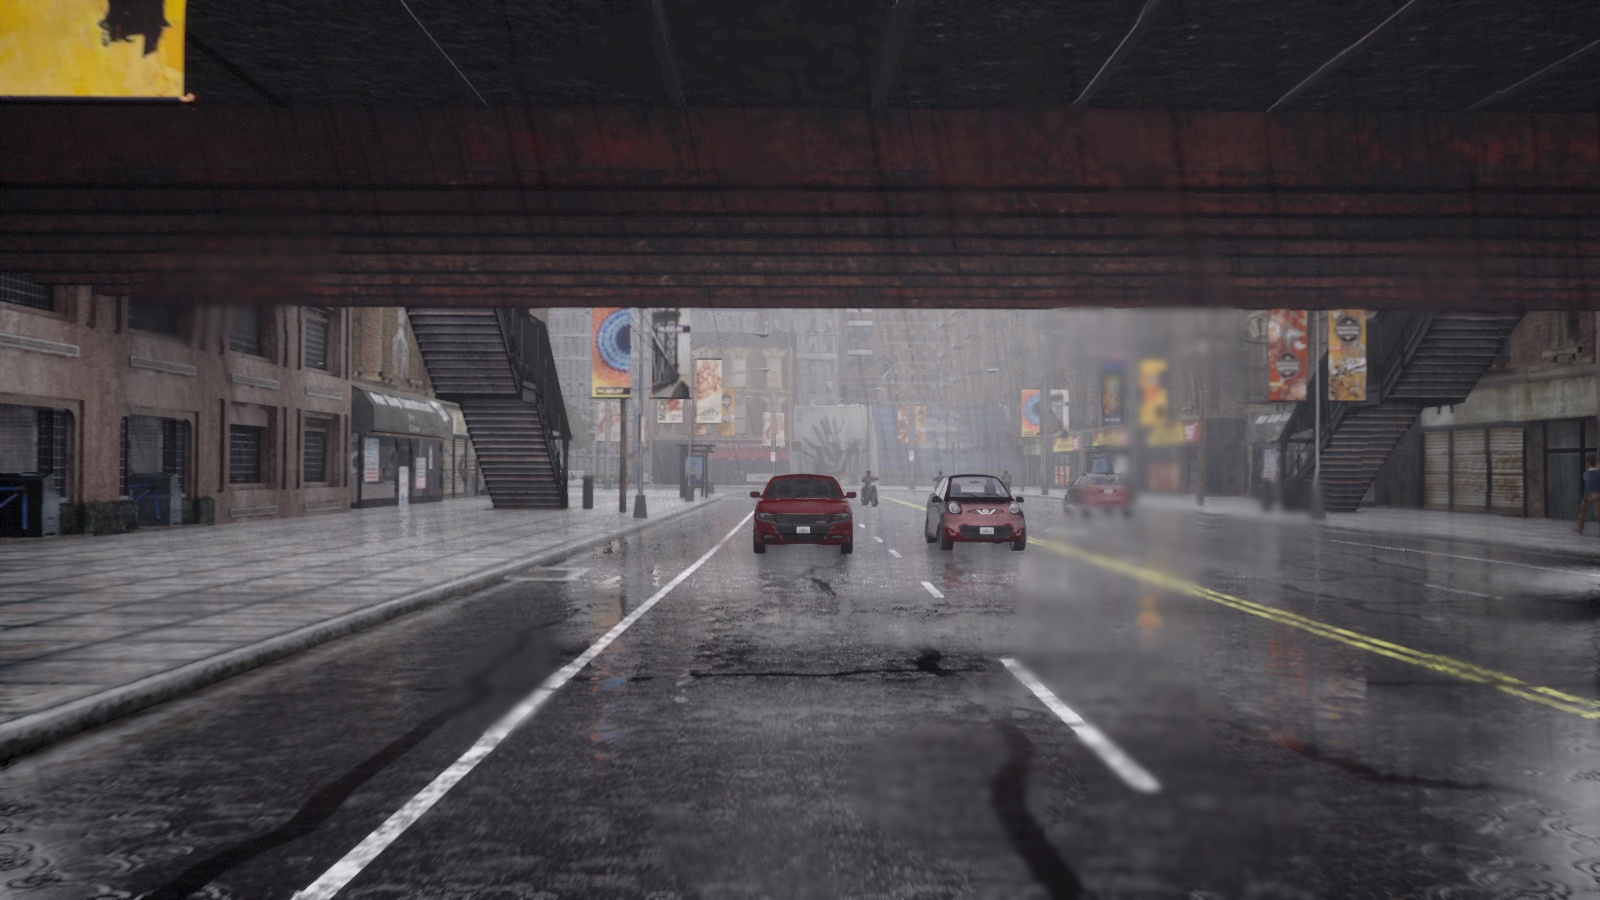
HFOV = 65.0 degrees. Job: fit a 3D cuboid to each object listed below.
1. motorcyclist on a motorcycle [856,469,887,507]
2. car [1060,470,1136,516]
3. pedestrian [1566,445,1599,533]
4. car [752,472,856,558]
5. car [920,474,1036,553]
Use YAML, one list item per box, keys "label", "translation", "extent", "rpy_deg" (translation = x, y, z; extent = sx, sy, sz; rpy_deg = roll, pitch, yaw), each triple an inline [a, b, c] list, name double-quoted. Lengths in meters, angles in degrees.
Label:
- label: "motorcyclist on a motorcycle"
  translation: [3.209, 1.701, 56.681]
  extent: [0.766, 1.649, 2.350]
  rpy_deg: [-1, -1, -12]
- label: "car"
  translation: [10.518, 1.498, 44.601]
  extent: [1.789, 1.549, 3.705]
  rpy_deg: [0, -1, 0]
- label: "pedestrian"
  translation: [17.727, 0.873, 28.235]
  extent: [0.423, 1.949, 0.788]
  rpy_deg: [0, -1, -10]
- label: "car"
  translation: [0.066, 1.214, 25.198]
  extent: [1.882, 1.535, 5.008]
  rpy_deg: [0, -1, 0]
- label: "car"
  translation: [3.566, 1.245, 25.736]
  extent: [1.845, 1.501, 3.633]
  rpy_deg: [0, -1, 0]
